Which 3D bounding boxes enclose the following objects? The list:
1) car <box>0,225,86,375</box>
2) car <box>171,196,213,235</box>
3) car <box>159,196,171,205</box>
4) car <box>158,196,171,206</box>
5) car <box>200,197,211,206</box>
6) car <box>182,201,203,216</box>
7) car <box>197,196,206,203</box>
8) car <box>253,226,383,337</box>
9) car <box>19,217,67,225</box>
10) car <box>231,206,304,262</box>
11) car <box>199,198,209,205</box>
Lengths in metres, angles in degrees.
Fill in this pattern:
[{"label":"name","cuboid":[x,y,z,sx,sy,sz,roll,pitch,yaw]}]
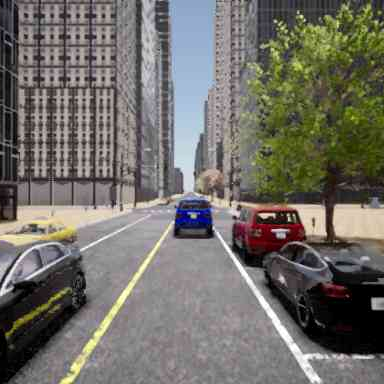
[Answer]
[{"label":"car","cuboid":[-3.107,1.534,5.059,2.128,1.511,4.902,0,0,0]},{"label":"car","cuboid":[0.077,1.379,20.070,2.150,2.045,5.566,0,0,0]},{"label":"car","cuboid":[-5.876,1.809,73.298,2.192,1.841,5.009,0,0,0]},{"label":"car","cuboid":[-5.900,1.988,67.448,1.752,1.417,4.829,0,0,0]},{"label":"car","cuboid":[2.740,1.904,67.629,1.967,1.590,4.097,0,0,0]},{"label":"car","cuboid":[0.050,1.765,37.186,2.128,1.511,4.902,0,-1,0]},{"label":"car","cuboid":[2.583,1.893,90.330,2.192,1.841,5.009,0,0,0]},{"label":"car","cuboid":[2.684,1.621,6.748,1.947,1.339,4.313,0,0,0]},{"label":"car","cuboid":[-5.702,1.624,12.265,1.752,1.417,4.829,0,0,0]},{"label":"car","cuboid":[2.678,1.415,12.446,2.192,1.841,5.009,0,0,0]},{"label":"car","cuboid":[2.702,2.045,73.306,2.008,1.369,4.403,0,0,0]}]
